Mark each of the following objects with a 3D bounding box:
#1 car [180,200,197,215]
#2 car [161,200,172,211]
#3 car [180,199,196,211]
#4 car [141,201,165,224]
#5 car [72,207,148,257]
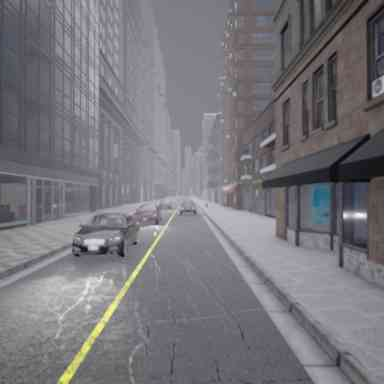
[{"bbox_3d":[-0.415,1.816,37.721,2.033,1.411,5.357,0,0,-1],"label":"car"},{"bbox_3d":[-3.756,1.862,46.872,1.812,1.442,4.674,0,0,-1],"label":"car"},{"bbox_3d":[-0.563,1.836,48.031,2.128,1.511,4.902,0,0,-1],"label":"car"},{"bbox_3d":[-3.430,1.717,26.518,1.812,1.442,4.674,0,0,-1],"label":"car"},{"bbox_3d":[-3.271,1.589,13.392,2.128,1.511,4.902,0,0,-1],"label":"car"}]
